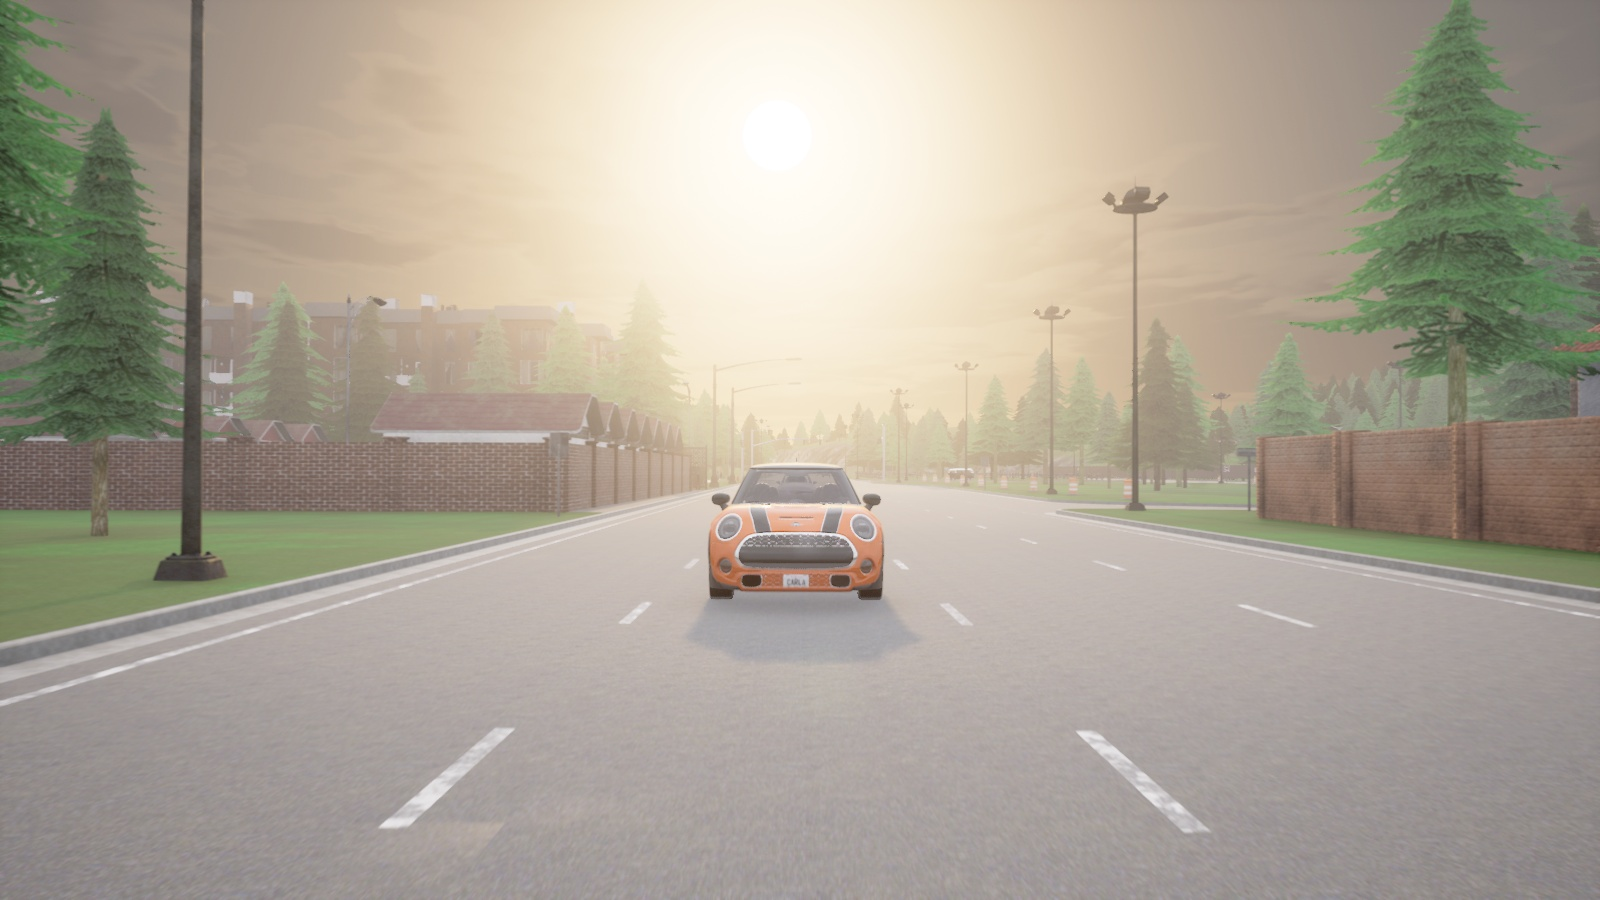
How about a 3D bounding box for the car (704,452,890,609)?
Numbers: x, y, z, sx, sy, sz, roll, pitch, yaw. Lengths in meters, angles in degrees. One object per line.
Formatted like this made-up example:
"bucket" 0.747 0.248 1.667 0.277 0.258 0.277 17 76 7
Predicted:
"car" -0.041 0.950 16.541 2.097 1.767 4.553 0 -1 0
